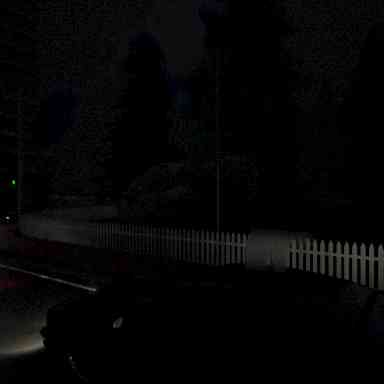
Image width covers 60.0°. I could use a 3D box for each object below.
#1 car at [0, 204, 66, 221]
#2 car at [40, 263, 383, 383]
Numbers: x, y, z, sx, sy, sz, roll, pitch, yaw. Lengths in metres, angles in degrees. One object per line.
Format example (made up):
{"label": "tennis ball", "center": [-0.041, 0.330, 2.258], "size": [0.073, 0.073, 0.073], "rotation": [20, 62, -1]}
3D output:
{"label": "car", "center": [-12.027, 1.545, 25.644], "size": [1.895, 1.301, 4.718], "rotation": [0, 0, 28]}
{"label": "car", "center": [0.606, 1.547, 3.562], "size": [5.357, 1.411, 2.033], "rotation": [0, 0, 36]}
